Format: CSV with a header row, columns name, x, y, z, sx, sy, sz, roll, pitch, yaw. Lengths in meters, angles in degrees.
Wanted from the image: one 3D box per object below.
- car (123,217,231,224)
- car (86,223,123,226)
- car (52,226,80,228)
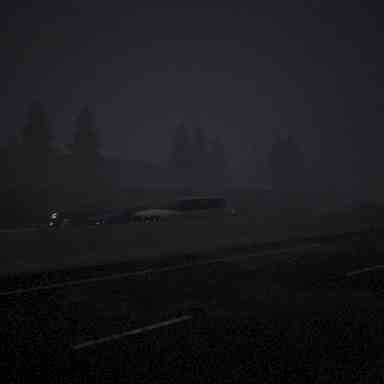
name,x,y,z,sx,sy,sz,roll,pitch,yaw
car,-0.308,1.226,16.671,5.566,2.045,2.150,0,0,-36
car,-3.352,1.481,18.800,5.008,1.535,1.882,0,0,-36
car,-6.755,1.355,20.673,4.553,1.767,2.097,0,0,-36
